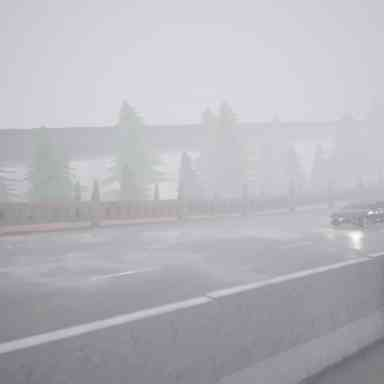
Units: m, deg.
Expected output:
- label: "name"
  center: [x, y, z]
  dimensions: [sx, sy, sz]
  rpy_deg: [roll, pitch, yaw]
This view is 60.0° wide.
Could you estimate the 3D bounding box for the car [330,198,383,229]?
- label: "car"
  center: [10.216, 1.273, 19.838]
  dimensions: [4.892, 1.490, 1.837]
  rpy_deg: [0, 0, -35]
